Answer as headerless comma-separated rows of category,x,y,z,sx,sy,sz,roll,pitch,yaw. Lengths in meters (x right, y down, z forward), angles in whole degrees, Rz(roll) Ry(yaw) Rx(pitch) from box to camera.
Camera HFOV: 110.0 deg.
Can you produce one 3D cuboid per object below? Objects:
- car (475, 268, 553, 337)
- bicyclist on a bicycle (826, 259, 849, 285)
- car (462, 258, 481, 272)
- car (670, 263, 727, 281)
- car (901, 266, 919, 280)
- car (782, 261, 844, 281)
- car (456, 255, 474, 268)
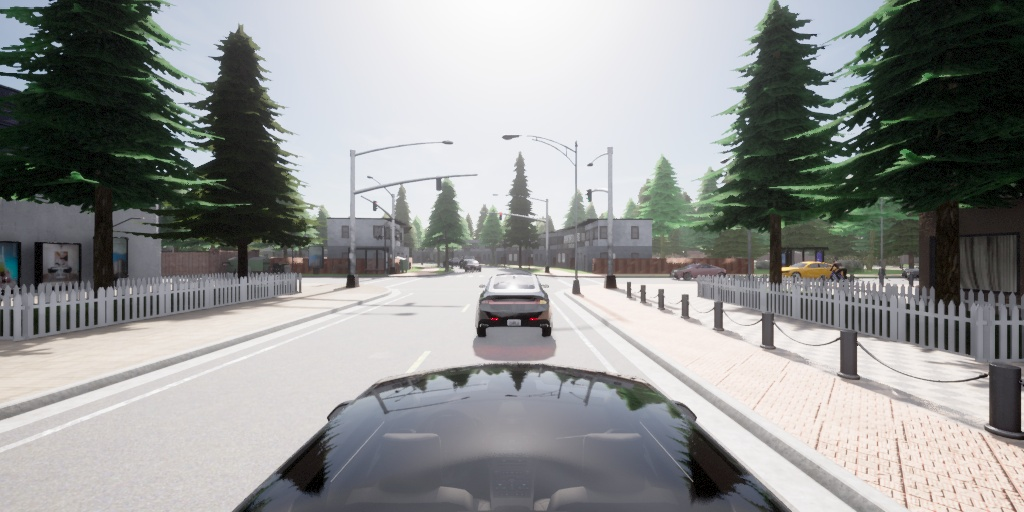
car,0.059,1.242,10.259,2.128,1.511,4.902,0,0,0
bicyclist on a bicycle,19.892,1.035,21.940,0.582,1.620,1.656,0,0,2
car,-4.930,1.280,45.379,1.994,1.385,4.181,0,0,-7
car,15.304,1.299,29.558,4.181,1.385,1.994,0,0,2
car,34.555,1.240,28.977,4.892,1.490,1.837,0,0,2
car,24.183,1.212,29.301,5.008,1.535,1.882,0,0,2
car,-6.824,0.937,55.701,2.150,2.045,5.566,0,0,-16
